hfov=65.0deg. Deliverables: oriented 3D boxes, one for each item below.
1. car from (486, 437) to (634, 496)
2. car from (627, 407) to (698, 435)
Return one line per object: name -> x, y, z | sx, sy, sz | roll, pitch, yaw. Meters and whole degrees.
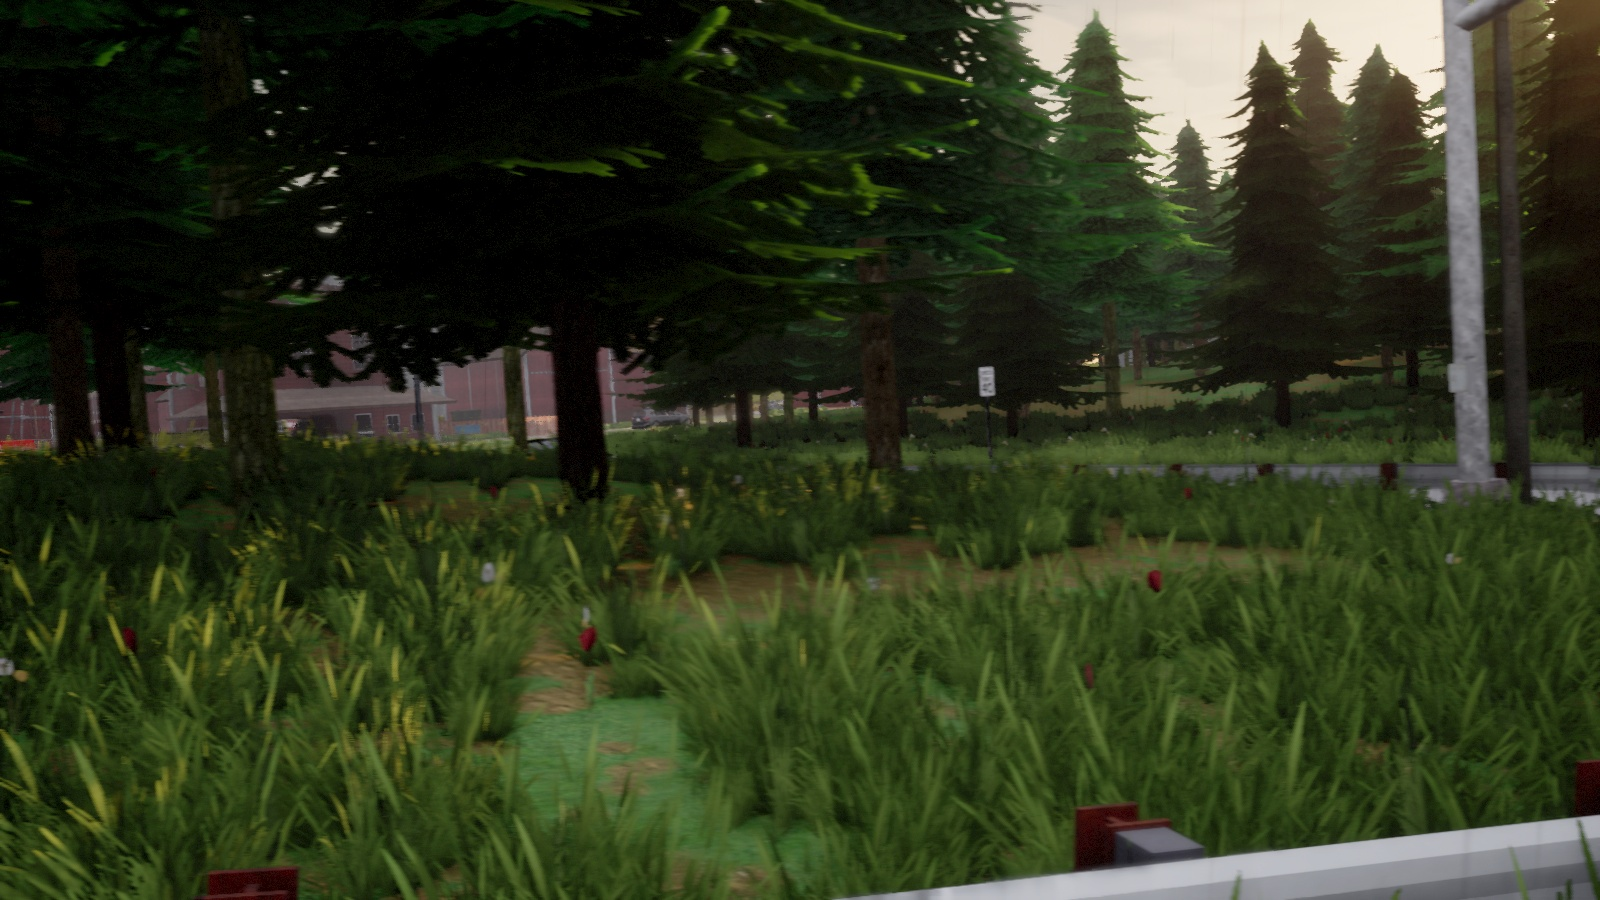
car -> -6.774, 0.491, 35.202 | 1.994, 1.385, 4.181 | -7, 4, -44
car -> -10.071, -2.145, 92.203 | 4.611, 1.667, 2.242 | -7, 4, -44
